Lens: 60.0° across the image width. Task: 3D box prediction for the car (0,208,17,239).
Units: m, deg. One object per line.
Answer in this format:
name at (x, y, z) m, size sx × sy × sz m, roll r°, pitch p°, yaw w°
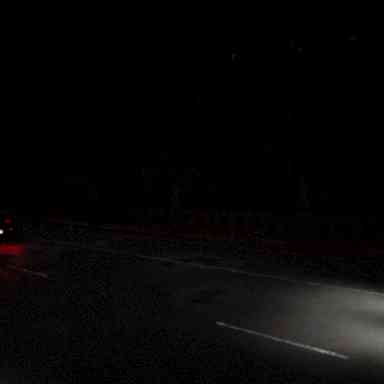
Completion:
car at (-10.139, 1.452, 15.834) m, size 4.892 × 1.490 × 1.837 m, roll 0°, pitch 0°, yaw 38°
